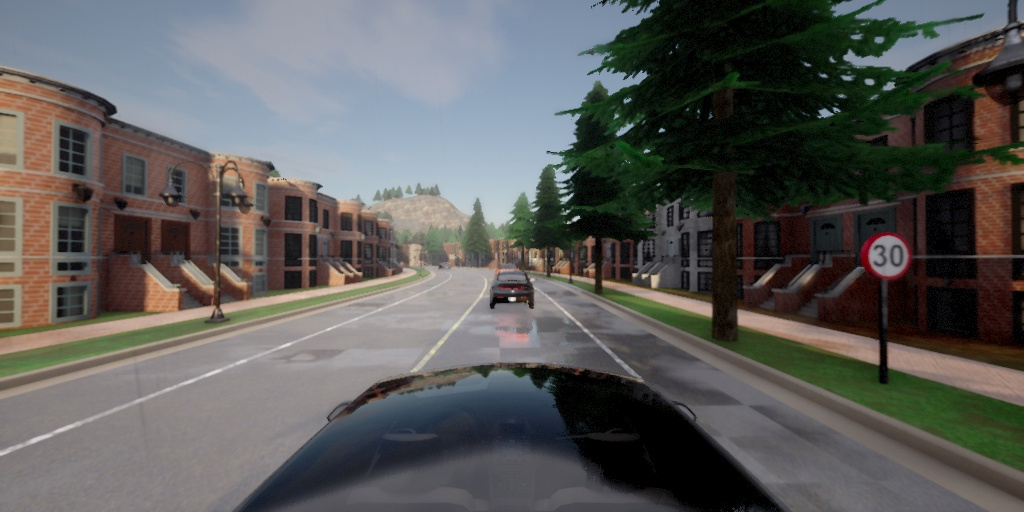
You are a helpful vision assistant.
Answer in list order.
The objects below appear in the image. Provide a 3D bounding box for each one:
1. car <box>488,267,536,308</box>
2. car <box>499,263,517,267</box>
[{"bbox_3d":[0.001,1.415,16.132,1.837,1.490,4.892,0,0,0],"label":"car"},{"bbox_3d":[-0.436,1.423,31.032,2.097,1.767,4.553,0,-1,-5],"label":"car"}]
